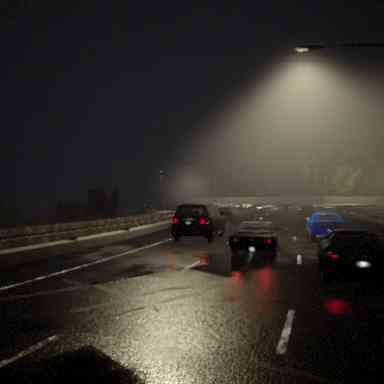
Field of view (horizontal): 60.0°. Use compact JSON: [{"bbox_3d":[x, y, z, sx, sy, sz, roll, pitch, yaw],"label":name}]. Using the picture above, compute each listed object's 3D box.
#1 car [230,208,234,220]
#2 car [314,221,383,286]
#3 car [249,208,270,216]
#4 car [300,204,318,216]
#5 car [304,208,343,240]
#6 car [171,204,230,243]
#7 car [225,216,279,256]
[{"bbox_3d":[3.695,2.456,37.435,1.837,1.490,4.892,0,-1,5],"label":"car"},{"bbox_3d":[4.958,1.830,10.221,1.994,1.385,4.181,0,-2,19],"label":"car"},{"bbox_3d":[6.845,2.354,33.844,2.128,1.511,4.902,0,-1,7],"label":"car"},{"bbox_3d":[17.335,2.605,49.079,2.097,1.767,4.553,-1,-2,28],"label":"car"},{"bbox_3d":[8.081,1.997,20.209,1.882,1.535,5.008,0,-1,16],"label":"car"},{"bbox_3d":[0.530,1.712,19.265,2.150,2.045,5.566,0,-2,15],"label":"car"},{"bbox_3d":[2.989,1.990,15.174,1.895,1.301,4.718,0,-2,16],"label":"car"}]
